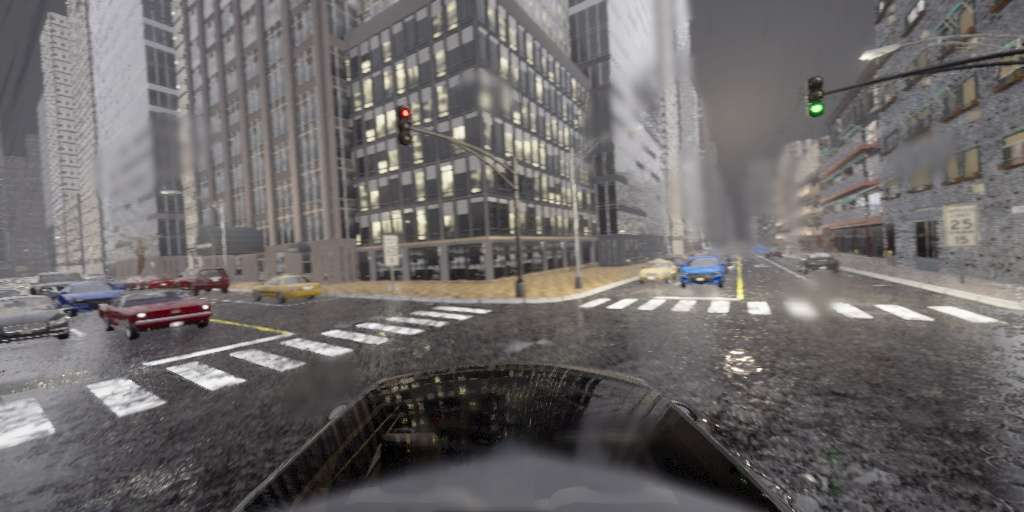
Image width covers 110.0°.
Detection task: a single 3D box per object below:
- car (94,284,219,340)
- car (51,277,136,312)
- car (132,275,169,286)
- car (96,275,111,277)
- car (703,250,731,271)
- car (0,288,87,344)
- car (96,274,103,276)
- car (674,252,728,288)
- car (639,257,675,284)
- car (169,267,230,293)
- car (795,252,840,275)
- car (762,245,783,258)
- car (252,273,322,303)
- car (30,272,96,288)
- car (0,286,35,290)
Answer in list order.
[{"bbox_3d":[-11.945,1.806,11.988,4.718,1.301,1.895,-2,1,33],"label":"car"},{"bbox_3d":[-20.697,2.008,17.694,5.008,1.535,1.882,-2,1,33],"label":"car"},{"bbox_3d":[-31.318,2.347,31.570,4.507,1.381,1.888,0,0,33],"label":"car"},{"bbox_3d":[-35.146,2.601,30.863,4.718,1.301,1.895,-2,1,34],"label":"car"},{"bbox_3d":[15.320,0.538,27.213,2.128,1.511,4.902,-3,0,33],"label":"car"},{"bbox_3d":[-15.169,1.930,11.068,4.403,1.370,2.007,0,0,33],"label":"car"},{"bbox_3d":[-43.549,2.836,36.305,4.674,1.442,1.812,-2,1,33],"label":"car"},{"bbox_3d":[10.146,0.761,19.022,1.882,1.535,5.008,-3,0,32],"label":"car"},{"bbox_3d":[9.160,0.855,22.269,1.751,1.417,4.829,0,0,32],"label":"car"},{"bbox_3d":[-21.874,1.767,25.407,5.009,1.841,2.192,0,0,33],"label":"car"},{"bbox_3d":[19.345,0.405,22.713,2.007,1.370,4.403,0,0,32],"label":"car"},{"bbox_3d":[37.459,-0.536,51.389,1.967,1.591,4.097,0,0,32],"label":"car"},{"bbox_3d":[-11.892,1.602,18.849,4.829,1.417,1.751,0,0,33],"label":"car"},{"bbox_3d":[-29.683,2.085,23.555,5.566,2.045,2.150,-2,1,33],"label":"car"},{"bbox_3d":[-26.405,2.364,18.366,4.313,1.339,1.948,0,0,33],"label":"car"}]
